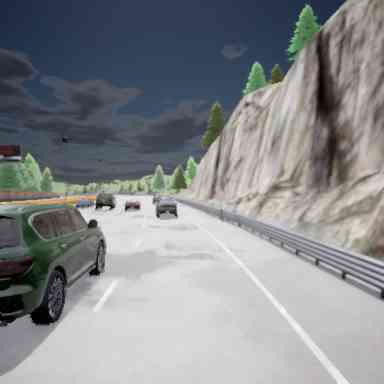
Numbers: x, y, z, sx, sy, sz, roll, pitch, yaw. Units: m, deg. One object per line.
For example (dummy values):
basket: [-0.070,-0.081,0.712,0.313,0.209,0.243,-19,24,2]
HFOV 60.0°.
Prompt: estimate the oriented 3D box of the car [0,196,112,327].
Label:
car: [-3.465,1.242,7.244,2.150,2.045,5.566,0,0,-2]

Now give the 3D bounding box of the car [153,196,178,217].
car: [-2.392,1.441,30.630,1.837,1.490,4.892,-1,0,-8]

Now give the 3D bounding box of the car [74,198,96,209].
car: [-15.560,1.587,48.722,2.033,1.411,5.357,-1,0,-6]

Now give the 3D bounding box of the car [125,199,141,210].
car: [-7.545,1.562,42.718,1.895,1.301,4.718,-1,0,-7]

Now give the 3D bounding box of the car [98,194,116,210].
car: [-11.241,1.225,43.686,2.150,2.045,5.566,-1,0,-7]

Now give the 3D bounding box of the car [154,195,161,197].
car: [-6.455,1.377,62.969,2.128,1.511,4.902,-1,0,-7]

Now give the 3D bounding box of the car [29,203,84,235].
car: [-8.128,1.513,20.454,1.882,1.535,5.008,0,0,-7]
